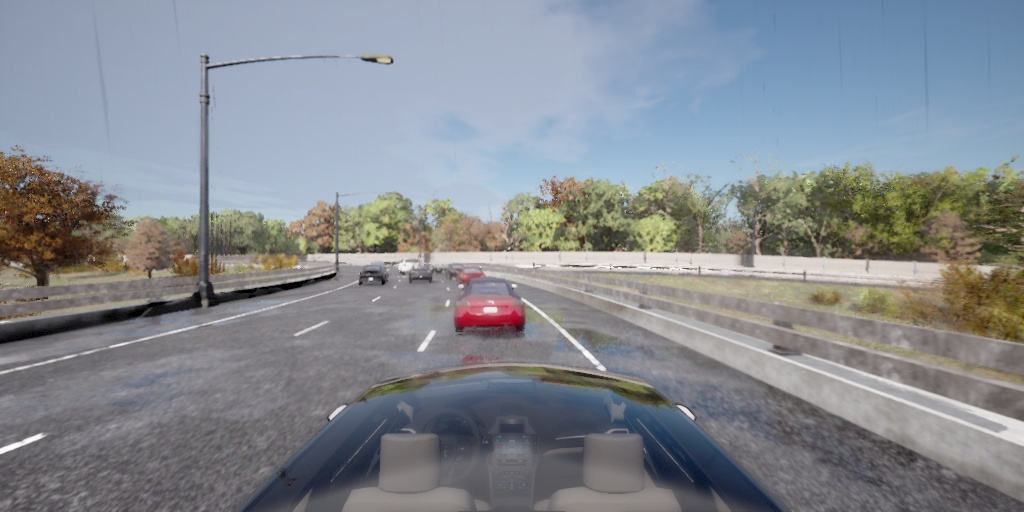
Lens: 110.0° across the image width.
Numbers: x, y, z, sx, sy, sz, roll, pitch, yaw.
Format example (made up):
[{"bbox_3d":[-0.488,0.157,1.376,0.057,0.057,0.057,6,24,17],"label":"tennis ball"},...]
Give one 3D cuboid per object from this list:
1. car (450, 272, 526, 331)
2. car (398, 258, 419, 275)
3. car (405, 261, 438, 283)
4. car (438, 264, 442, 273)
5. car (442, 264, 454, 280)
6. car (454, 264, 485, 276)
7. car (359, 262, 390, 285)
[{"bbox_3d":[-0.741,1.370,11.244,1.994,1.385,4.181,0,0,-5],"label":"car"},{"bbox_3d":[-12.552,1.230,43.874,2.150,2.045,5.566,0,0,-23],"label":"car"},{"bbox_3d":[-7.719,1.415,30.214,2.128,1.511,4.902,0,0,-16],"label":"car"},{"bbox_3d":[-8.848,1.604,44.036,1.895,1.301,4.718,0,0,-22],"label":"car"},{"bbox_3d":[-5.216,1.466,33.962,1.812,1.442,4.674,0,0,-16],"label":"car"},{"bbox_3d":[-2.745,1.408,24.212,1.812,1.442,4.674,0,0,-11],"label":"car"},{"bbox_3d":[-10.804,1.422,28.222,1.837,1.490,4.892,0,0,-15],"label":"car"}]
